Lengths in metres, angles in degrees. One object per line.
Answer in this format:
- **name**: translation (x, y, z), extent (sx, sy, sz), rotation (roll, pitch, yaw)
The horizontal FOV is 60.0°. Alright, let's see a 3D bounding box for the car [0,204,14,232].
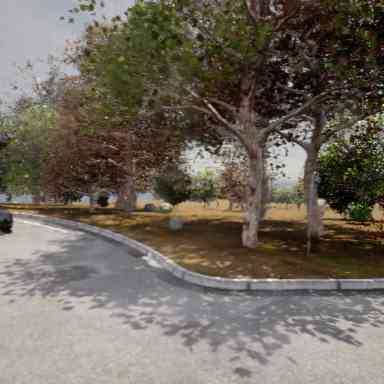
- **car**: translation (-8.689, 0.781, 13.002), extent (4.181, 1.385, 1.994), rotation (4, 3, 41)
